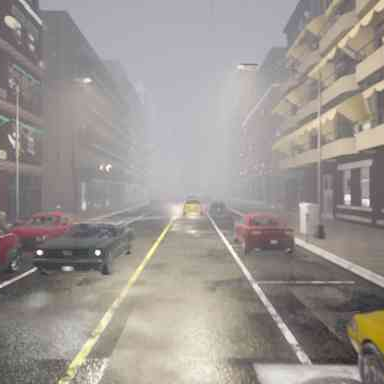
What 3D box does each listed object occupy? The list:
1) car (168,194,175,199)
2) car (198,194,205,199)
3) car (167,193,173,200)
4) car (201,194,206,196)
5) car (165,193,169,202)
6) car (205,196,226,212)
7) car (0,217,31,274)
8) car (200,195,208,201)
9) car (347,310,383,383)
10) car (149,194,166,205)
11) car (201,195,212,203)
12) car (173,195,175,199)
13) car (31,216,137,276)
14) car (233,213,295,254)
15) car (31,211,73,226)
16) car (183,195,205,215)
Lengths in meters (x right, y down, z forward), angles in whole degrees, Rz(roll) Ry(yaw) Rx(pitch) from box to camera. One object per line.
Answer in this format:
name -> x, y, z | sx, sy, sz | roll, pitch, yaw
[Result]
car -> -5.689, 1.220, 91.920 | 1.752, 1.417, 4.829 | 0, 0, 0
car -> 2.691, 1.275, 92.086 | 1.802, 1.307, 4.206 | 0, 0, 0
car -> -5.690, 1.314, 69.545 | 1.887, 1.381, 4.507 | 0, 0, 0
car -> 2.692, 1.332, 58.438 | 1.752, 1.417, 4.829 | 0, 0, 0
car -> -5.690, 1.359, 58.273 | 2.008, 1.369, 4.403 | 0, 0, 0
car -> 2.691, 1.434, 35.724 | 2.008, 1.369, 4.403 | 0, 0, 0
car -> -5.689, 1.416, 7.546 | 1.967, 1.590, 4.097 | 0, 0, 0
car -> 2.691, 1.332, 75.178 | 1.802, 1.307, 4.206 | 0, 0, 0
car -> 2.691, 1.518, 2.077 | 1.752, 1.417, 4.829 | 0, 0, 0
car -> -5.689, 1.378, 52.636 | 2.008, 1.369, 4.403 | 0, 0, 0
car -> 2.691, 1.354, 63.905 | 1.947, 1.339, 4.313 | 0, 0, 0
car -> -5.689, 1.047, 80.818 | 2.192, 1.841, 5.009 | 0, 0, 0
car -> -3.029, 1.567, 10.355 | 1.895, 1.301, 4.718 | 0, 0, 1
car -> 2.691, 1.502, 13.179 | 1.887, 1.381, 4.507 | 0, 0, 0
car -> -5.689, 1.502, 13.184 | 1.887, 1.381, 4.507 | 0, 0, 0
car -> 0.085, 1.350, 32.629 | 1.801, 1.575, 5.366 | 0, 0, 0
